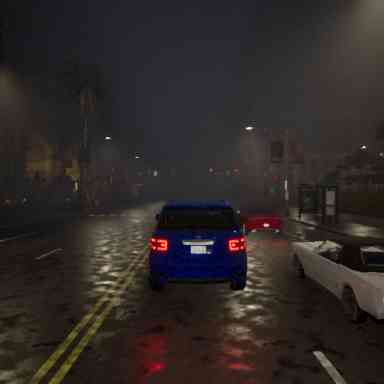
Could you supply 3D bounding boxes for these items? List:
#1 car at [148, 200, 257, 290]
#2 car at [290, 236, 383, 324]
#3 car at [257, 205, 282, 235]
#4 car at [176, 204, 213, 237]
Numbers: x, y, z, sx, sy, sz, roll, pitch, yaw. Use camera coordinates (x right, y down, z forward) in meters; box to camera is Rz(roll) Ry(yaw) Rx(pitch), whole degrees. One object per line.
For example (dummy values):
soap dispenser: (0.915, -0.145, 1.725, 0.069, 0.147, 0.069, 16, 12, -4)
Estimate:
car: (0.119, 1.221, 9.182, 2.150, 2.045, 5.566, 0, 0, 0)
car: (3.614, 1.601, 7.089, 1.895, 1.301, 4.718, 0, 0, 0)
car: (3.639, 1.478, 18.738, 1.882, 1.535, 5.008, 0, 0, 0)
car: (0.141, 1.505, 19.044, 1.837, 1.490, 4.892, 0, 0, 0)
